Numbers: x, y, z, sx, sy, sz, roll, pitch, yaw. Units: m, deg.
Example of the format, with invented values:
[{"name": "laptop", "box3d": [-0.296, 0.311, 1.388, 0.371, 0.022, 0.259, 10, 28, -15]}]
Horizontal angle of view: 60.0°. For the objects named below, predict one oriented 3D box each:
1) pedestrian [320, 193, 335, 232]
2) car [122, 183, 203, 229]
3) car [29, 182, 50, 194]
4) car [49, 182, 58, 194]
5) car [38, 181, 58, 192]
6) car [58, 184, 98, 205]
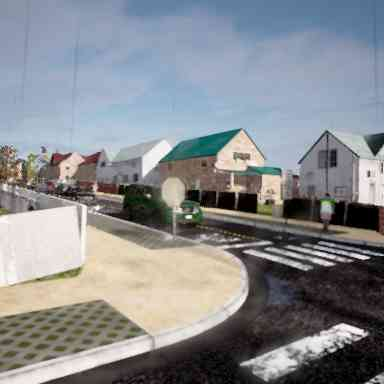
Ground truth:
[{"name": "pedestrian", "box3d": [6.463, 0.942, 16.024, 0.375, 1.860, 0.375, 5, -3, -36]}, {"name": "car", "box3d": [-1.710, 0.627, 17.384, 2.150, 2.045, 5.566, 1, 3, -35]}, {"name": "car", "box3d": [-19.390, -0.502, 42.227, 2.033, 1.411, 5.357, 1, 2, -35]}, {"name": "car", "box3d": [-16.322, -0.386, 42.807, 2.033, 1.411, 5.357, 1, 2, -35]}, {"name": "car", "box3d": [-21.965, -0.870, 50.616, 1.812, 1.442, 4.674, 1, 2, -36]}, {"name": "car", "box3d": [-9.615, 0.264, 28.444, 1.837, 1.490, 4.892, 1, 2, -36]}]
